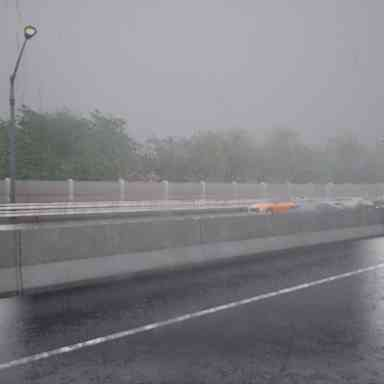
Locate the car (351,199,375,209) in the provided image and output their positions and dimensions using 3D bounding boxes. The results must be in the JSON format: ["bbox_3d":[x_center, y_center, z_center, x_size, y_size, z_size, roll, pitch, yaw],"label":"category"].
[{"bbox_3d":[15.650,1.411,31.779,4.674,1.442,1.812,0,0,-34],"label":"car"}]

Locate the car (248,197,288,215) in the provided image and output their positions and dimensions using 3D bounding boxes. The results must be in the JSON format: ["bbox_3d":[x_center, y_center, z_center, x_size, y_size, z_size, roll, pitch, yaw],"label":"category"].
[{"bbox_3d":[7.289,1.274,30.343,4.553,1.767,2.097,0,0,-34],"label":"car"}]

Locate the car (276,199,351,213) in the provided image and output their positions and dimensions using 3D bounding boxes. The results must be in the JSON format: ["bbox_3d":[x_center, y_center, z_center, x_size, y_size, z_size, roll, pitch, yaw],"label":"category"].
[{"bbox_3d":[8.286,1.419,22.550,5.008,1.535,1.882,0,0,-34],"label":"car"}]
